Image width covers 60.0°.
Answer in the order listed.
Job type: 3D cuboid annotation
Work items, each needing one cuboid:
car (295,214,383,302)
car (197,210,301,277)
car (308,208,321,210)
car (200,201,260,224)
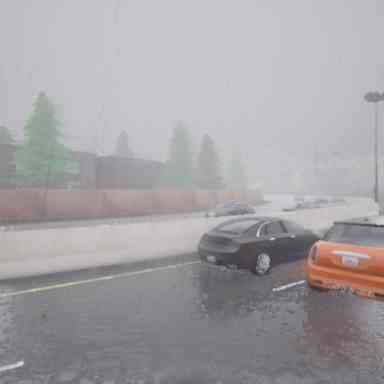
[{"bbox_3d":[4.672,1.336,7.753,4.553,1.767,2.097,0,0,-40],"label":"car"},{"bbox_3d":[2.361,1.503,10.351,4.892,1.490,1.837,0,0,-40],"label":"car"},{"bbox_3d":[9.138,1.579,27.327,1.895,1.301,4.718,0,0,40],"label":"car"},{"bbox_3d":[3.040,1.499,25.756,2.128,1.511,4.902,0,0,43],"label":"car"}]
